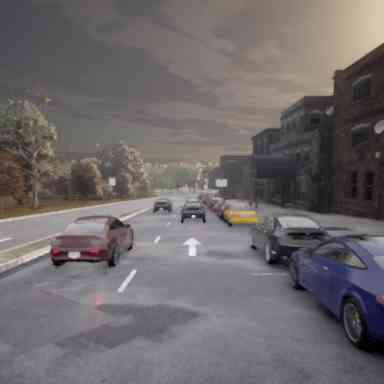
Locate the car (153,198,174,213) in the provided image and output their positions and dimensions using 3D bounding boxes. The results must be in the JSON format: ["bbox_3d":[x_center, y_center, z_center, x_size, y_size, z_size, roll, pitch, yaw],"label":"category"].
[{"bbox_3d":[-3.148,1.463,36.598,1.837,1.490,4.892,0,0,0],"label":"car"}]

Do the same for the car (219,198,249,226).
[{"bbox_3d":[3.228,1.451,22.899,1.946,1.575,5.366,0,0,0],"label":"car"}]

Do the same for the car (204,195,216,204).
[{"bbox_3d":[3.212,1.407,61.702,1.946,1.575,5.366,0,0,0],"label":"car"}]

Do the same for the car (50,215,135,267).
[{"bbox_3d":[-3.147,1.513,11.194,1.812,1.442,4.674,0,0,0],"label":"car"}]

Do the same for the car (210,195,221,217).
[{"bbox_3d":[3.231,1.438,33.951,1.946,1.575,5.366,0,0,0],"label":"car"}]

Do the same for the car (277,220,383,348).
[{"bbox_3d":[3.227,1.513,6.136,2.002,1.452,4.674,0,0,0],"label":"car"}]

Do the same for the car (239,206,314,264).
[{"bbox_3d":[3.227,1.468,11.657,2.231,1.521,4.892,0,0,0],"label":"car"}]

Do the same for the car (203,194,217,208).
[{"bbox_3d":[3.221,1.424,50.335,2.231,1.521,4.892,0,0,0],"label":"car"}]

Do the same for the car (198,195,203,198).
[{"bbox_3d":[0.098,1.477,43.029,1.812,1.442,4.674,0,0,0],"label":"car"}]

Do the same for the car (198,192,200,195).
[{"bbox_3d":[3.195,1.128,89.044,2.435,2.045,5.566,0,0,0],"label":"car"}]

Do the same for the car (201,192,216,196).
[{"bbox_3d":[3.216,1.165,56.019,2.435,2.045,5.566,0,0,0],"label":"car"}]

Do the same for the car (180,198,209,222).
[{"bbox_3d":[0.105,1.476,26.099,1.837,1.490,4.892,0,0,0],"label":"car"}]
